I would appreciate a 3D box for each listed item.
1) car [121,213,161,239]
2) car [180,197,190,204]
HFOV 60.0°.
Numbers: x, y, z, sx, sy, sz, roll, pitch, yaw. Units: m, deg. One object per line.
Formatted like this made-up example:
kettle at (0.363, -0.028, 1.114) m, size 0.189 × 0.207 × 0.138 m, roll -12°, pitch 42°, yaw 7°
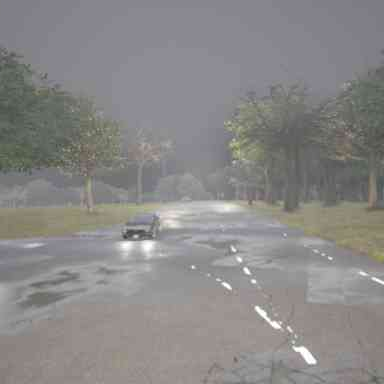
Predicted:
car at (-3.117, 2.073, 21.532) m, size 2.033 × 1.411 × 5.357 m, roll -1°, pitch 1°, yaw 2°
car at (-1.475, 1.872, 73.501) m, size 1.837 × 1.490 × 4.892 m, roll -1°, pitch 0°, yaw 4°
